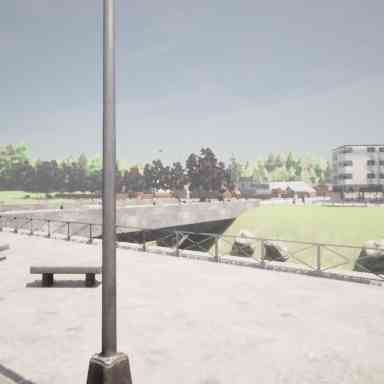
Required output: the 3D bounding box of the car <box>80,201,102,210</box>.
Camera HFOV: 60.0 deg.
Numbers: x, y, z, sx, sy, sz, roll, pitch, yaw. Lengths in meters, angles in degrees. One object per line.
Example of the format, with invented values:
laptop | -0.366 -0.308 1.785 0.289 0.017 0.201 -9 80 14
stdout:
car | -9.416 1.601 35.576 1.895 1.301 4.718 0 0 36
